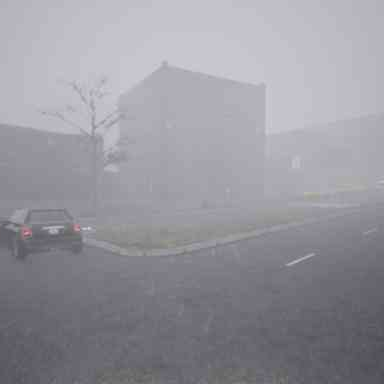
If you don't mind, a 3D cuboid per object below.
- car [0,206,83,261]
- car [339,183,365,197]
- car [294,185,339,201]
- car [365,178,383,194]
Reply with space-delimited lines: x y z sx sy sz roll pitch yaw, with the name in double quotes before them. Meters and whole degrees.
"car" -5.868 1.300 12.487 2.097 1.767 4.553 0 0 -40
"car" 18.110 -0.247 40.065 5.366 1.575 1.946 -4 3 -35
"car" 13.568 0.074 36.939 5.366 1.575 1.946 -4 3 -34
"car" 22.648 -0.565 43.199 5.366 1.575 1.946 -4 3 -35
